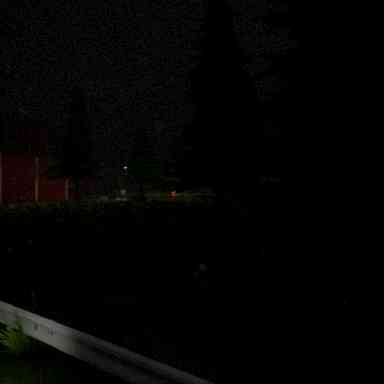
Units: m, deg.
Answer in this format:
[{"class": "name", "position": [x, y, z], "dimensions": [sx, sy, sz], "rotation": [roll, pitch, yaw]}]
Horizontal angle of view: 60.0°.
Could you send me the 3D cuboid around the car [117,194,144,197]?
[{"class": "car", "position": [-11.164, 1.353, 64.321], "dimensions": [2.150, 2.045, 5.566], "rotation": [0, 0, 35]}]
